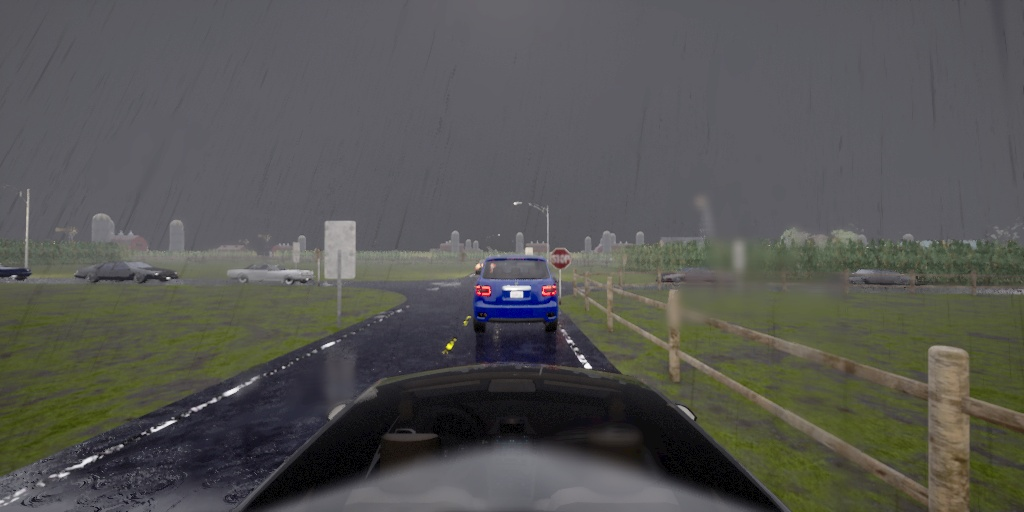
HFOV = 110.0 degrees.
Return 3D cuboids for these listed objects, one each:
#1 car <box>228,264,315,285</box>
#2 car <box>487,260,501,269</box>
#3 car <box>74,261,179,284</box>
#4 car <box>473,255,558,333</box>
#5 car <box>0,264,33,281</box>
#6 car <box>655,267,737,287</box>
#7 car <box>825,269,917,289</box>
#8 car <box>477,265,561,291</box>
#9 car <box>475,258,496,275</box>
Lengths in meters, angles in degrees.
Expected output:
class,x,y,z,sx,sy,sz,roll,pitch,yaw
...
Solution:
class,x,y,z,sx,sy,sz,roll,pitch,yaw
car,-15.725,1.207,23.694,4.718,1.301,1.895,1,-1,0
car,-2.983,1.360,61.186,2.033,1.411,5.357,0,0,0
car,-25.391,1.051,23.700,5.357,1.411,2.033,1,-1,0
car,0.052,0.988,10.979,2.150,2.045,5.566,0,0,-1
car,-35.132,1.005,23.719,4.718,1.301,1.895,1,-1,0
car,13.580,1.529,26.633,5.357,1.411,2.033,1,-1,1
car,26.597,1.683,26.603,5.357,1.411,2.033,1,-1,0
car,0.556,1.322,22.733,5.357,1.411,2.033,1,-1,-41
car,-2.944,1.153,40.624,2.097,1.767,4.553,0,0,0
